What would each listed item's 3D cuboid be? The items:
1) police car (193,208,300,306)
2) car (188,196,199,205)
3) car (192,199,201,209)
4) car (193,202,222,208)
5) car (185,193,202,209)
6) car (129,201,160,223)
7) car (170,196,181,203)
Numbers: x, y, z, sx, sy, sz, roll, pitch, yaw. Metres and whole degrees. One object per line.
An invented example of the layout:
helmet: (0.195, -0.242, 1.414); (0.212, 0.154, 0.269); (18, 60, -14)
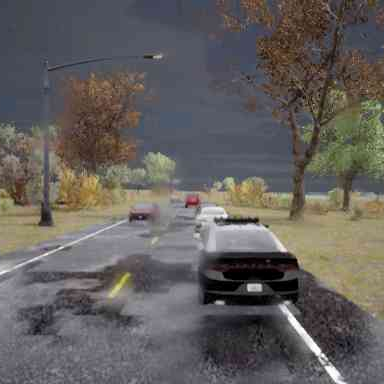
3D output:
police car: (1.066, 1.418, 8.226); (1.930, 1.638, 5.238); (0, 0, 0)
car: (0.230, 1.461, 59.527); (1.812, 1.442, 4.674); (0, 0, 0)
car: (1.123, 1.484, 24.110); (1.837, 1.490, 4.892); (0, 0, 0)
car: (1.097, 1.510, 18.111); (1.812, 1.442, 4.674); (0, 0, 0)
car: (0.205, 1.177, 45.324); (2.150, 2.045, 5.566); (0, 0, 1)
car: (-3.522, 1.454, 25.306); (1.882, 1.535, 5.008); (0, 0, 0)
car: (-3.265, 1.451, 65.948); (1.812, 1.442, 4.674); (0, 0, 1)
